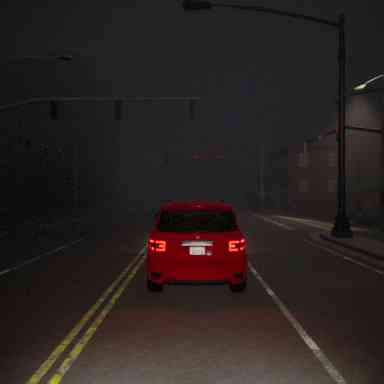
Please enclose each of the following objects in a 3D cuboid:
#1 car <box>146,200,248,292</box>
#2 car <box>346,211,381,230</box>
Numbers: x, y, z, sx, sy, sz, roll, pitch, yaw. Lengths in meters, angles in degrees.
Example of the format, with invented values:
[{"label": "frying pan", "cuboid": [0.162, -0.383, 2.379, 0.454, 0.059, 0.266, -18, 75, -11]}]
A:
[{"label": "car", "cuboid": [0.101, 1.221, 9.060, 2.150, 2.045, 5.566, 0, 0, 0]}, {"label": "car", "cuboid": [15.435, 2.488, 29.654, 4.902, 1.511, 2.128, 8, 0, 0]}]
